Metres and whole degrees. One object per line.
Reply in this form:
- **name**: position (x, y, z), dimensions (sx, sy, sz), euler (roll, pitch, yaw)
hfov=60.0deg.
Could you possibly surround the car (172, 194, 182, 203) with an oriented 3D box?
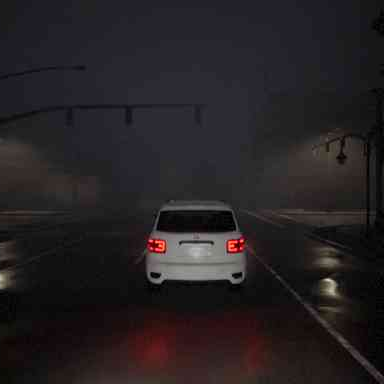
- **car**: position (-3.201, 1.353, 72.143), dimensions (2.097, 1.767, 4.553), euler (0, 0, 0)

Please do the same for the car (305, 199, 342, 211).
- **car**: position (16.226, 1.562, 41.069), dimensions (4.181, 1.385, 1.994), euler (0, 0, 0)

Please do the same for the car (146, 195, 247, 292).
- **car**: position (0.089, 1.221, 9.070), dimensions (2.150, 2.045, 5.566), euler (0, 0, 0)

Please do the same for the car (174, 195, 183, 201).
- **car**: position (-3.285, 1.536, 82.491), dimensions (2.033, 1.411, 5.357), euler (0, 0, 0)

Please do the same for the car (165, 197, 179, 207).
- **car**: position (-3.119, 1.545, 52.563), dimensions (2.033, 1.411, 5.357), euler (0, 0, 0)

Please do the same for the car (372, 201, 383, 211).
- **car**: position (24.727, 1.522, 40.999), dimensions (4.674, 1.442, 1.812), euler (0, 0, 1)

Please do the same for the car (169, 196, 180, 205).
- **car**: position (-3.181, 1.475, 62.140), dimensions (1.882, 1.535, 5.008), euler (0, 0, 0)

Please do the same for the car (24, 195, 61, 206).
- **car**: position (-23.301, 1.293, 51.003), dimensions (4.611, 1.667, 2.242), euler (0, 0, 1)

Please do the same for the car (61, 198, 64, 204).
- **car**: position (-24.017, 1.454, 56.754), dimensions (3.806, 1.475, 1.970), euler (0, 0, 1)
